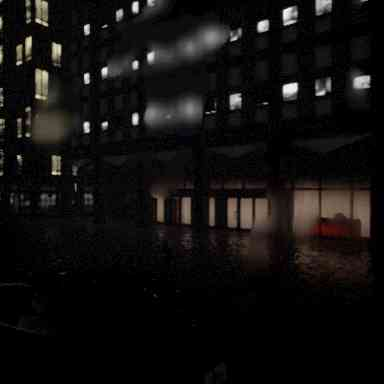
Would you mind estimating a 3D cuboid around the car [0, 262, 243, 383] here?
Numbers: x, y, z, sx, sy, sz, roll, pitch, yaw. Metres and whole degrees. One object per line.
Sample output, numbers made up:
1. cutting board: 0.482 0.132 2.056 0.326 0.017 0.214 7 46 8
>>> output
1. car: -1.498 1.543 3.946 4.313 1.339 1.947 0 0 35
